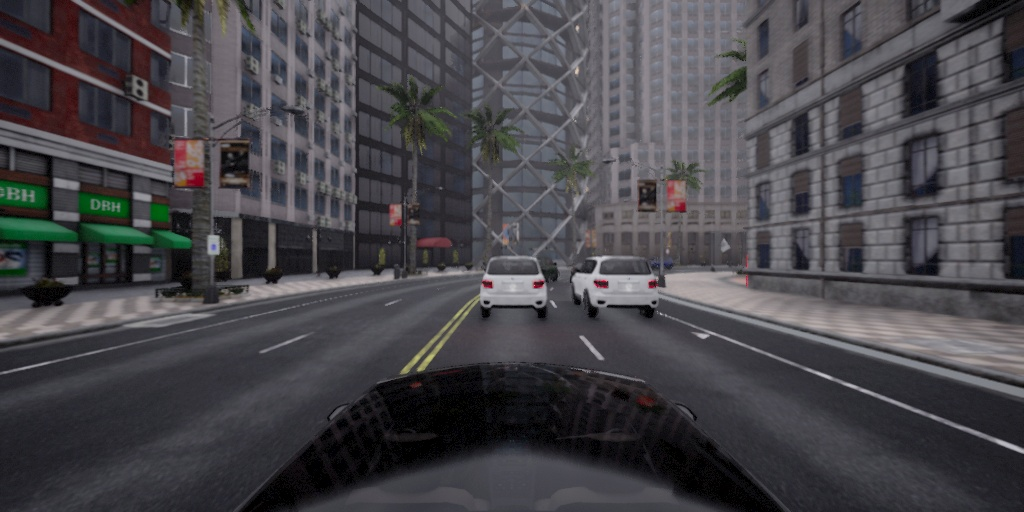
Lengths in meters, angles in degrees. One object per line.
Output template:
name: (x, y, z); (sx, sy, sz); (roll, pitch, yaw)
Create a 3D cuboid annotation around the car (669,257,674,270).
car: (22.487, 1.170, 55.813); (5.566, 2.045, 2.150); (0, -1, -21)

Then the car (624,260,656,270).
car: (21.054, 1.435, 58.940); (5.008, 1.535, 1.882); (0, 0, -22)

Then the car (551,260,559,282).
car: (2.130, 1.068, 27.792); (2.150, 2.045, 5.566); (0, 0, 18)

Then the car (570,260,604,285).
car: (5.946, 1.197, 27.998); (2.097, 1.767, 4.553); (0, 0, 19)

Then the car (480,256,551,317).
car: (0.115, 1.016, 13.486); (2.150, 2.045, 5.566); (0, 0, 2)

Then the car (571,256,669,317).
car: (3.614, 1.016, 13.505); (2.150, 2.045, 5.566); (0, 0, 2)
